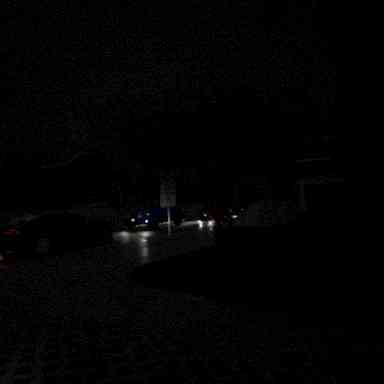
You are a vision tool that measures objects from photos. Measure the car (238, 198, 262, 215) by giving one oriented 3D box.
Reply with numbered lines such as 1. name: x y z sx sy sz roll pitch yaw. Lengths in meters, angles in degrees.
1. car: 7.528 1.822 42.795 2.150 2.045 5.566 -3 -2 31

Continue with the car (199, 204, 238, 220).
1. car: 2.407 1.943 33.459 2.128 1.511 4.902 -3 -2 29

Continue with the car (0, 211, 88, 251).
1. car: -7.368 1.712 15.696 1.812 1.442 4.674 -3 -2 31

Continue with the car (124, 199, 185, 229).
1. car: -2.599 1.535 24.338 2.150 2.045 5.566 -3 -2 28

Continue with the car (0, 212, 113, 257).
1. car: -5.228 1.503 12.931 1.882 1.535 5.008 -3 -2 28

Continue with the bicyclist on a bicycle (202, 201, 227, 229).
1. bicyclist on a bicycle: 1.265 1.319 19.191 1.656 1.620 0.582 -3 -2 29

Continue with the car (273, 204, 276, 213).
1. car: 12.736 2.031 46.248 1.882 1.535 5.008 -3 -2 29
